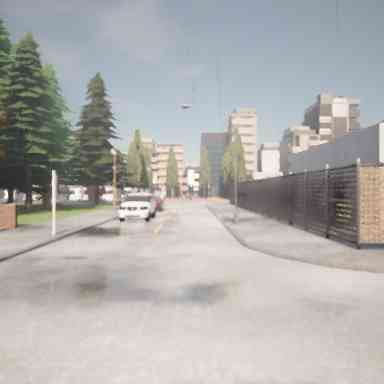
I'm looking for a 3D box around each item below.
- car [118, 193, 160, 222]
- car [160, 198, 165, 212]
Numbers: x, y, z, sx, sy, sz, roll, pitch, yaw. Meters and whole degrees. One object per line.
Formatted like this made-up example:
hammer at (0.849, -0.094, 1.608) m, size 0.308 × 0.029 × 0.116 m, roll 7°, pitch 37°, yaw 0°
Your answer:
car at (-4.071, 1.110, 25.644) m, size 2.150 × 2.045 × 5.566 m, roll 0°, pitch 0°, yaw 1°
car at (-4.063, 1.320, 36.196) m, size 1.882 × 1.535 × 5.008 m, roll 0°, pitch 0°, yaw 0°
